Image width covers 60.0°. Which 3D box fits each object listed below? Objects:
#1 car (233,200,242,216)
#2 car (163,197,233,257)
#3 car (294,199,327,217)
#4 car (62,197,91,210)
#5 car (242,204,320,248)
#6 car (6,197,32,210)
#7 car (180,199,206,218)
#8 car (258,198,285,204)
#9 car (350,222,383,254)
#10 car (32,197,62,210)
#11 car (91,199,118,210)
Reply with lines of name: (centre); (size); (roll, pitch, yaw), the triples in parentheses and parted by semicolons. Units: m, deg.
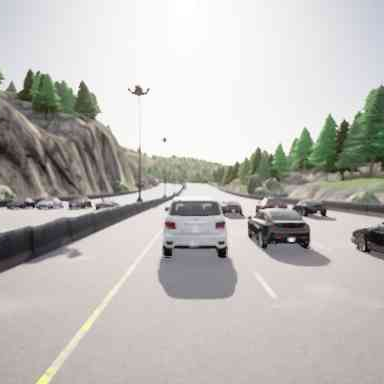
car: (3.595, 1.443, 31.117); (1.812, 1.442, 4.674); (0, 0, 0)
car: (0.088, 1.187, 12.954); (2.150, 2.045, 5.566); (0, 0, 0)
car: (10.594, 1.424, 30.219); (1.837, 1.490, 4.892); (0, 0, 0)
car: (-14.093, 1.381, 42.127); (2.128, 1.511, 4.902); (0, 0, 0)
car: (3.597, 1.466, 14.441); (1.837, 1.490, 4.892); (0, 0, 0)
car: (-21.091, 1.416, 41.352); (1.812, 1.442, 4.674); (0, 0, 0)
car: (0.095, 1.411, 30.129); (2.128, 1.511, 4.902); (0, 0, 0)
car: (7.095, 1.273, 29.868); (2.097, 1.767, 4.553); (0, 0, 0)
car: (7.098, 1.519, 10.518); (2.033, 1.411, 5.357); (0, 0, 0)
car: (-17.594, 1.416, 41.304); (1.812, 1.442, 4.674); (0, 0, 0)
car: (-10.598, 1.491, 41.317); (1.895, 1.301, 4.718); (0, 0, 0)
